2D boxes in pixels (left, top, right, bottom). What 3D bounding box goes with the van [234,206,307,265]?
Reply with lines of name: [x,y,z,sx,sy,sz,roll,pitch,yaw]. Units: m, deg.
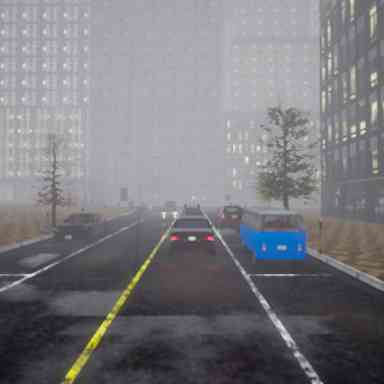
van: [2.703,1.454,11.842,1.690,1.788,3.998,1,-1,0]

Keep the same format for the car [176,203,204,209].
car: [0.007,1.769,29.298,2.128,1.511,4.902,0,0,0]

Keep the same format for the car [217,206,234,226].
car: [2.702,1.659,23.123,1.967,1.590,4.097,1,-1,0]

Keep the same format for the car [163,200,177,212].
car: [-2.999,1.948,46.449,1.837,1.490,4.892,0,-1,0]

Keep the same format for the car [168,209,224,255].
car: [0.003,1.681,13.992,2.033,1.411,5.357,0,-1,0]

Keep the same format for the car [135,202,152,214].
car: [-5.808,1.927,40.057,2.008,1.369,4.403,1,-1,0]

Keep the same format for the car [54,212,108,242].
car: [-5.680,1.732,17.489,1.947,1.339,4.313,1,-1,0]
